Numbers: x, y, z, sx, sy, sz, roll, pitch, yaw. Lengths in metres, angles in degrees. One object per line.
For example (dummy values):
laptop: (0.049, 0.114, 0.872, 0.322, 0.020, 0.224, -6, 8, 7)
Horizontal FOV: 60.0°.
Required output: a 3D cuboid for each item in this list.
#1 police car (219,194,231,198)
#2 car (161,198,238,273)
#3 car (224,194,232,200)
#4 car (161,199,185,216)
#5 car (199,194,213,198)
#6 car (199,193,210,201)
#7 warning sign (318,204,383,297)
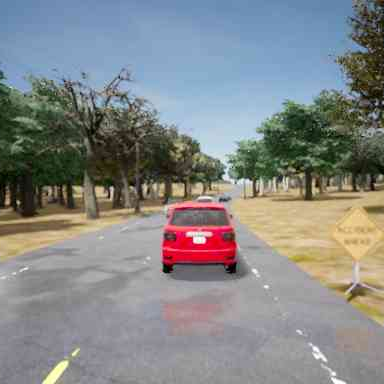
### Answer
police car: (7.251, 1.550, 76.748, 1.930, 1.638, 5.238, 0, 1, 9)
car: (0.260, 1.359, 11.347, 2.150, 2.045, 5.566, 0, 0, 2)
car: (10.016, 1.303, 92.512, 1.801, 1.575, 5.366, 0, 1, 11)
car: (-2.028, 1.708, 37.678, 2.097, 1.767, 4.553, 0, 0, 5)
car: (1.512, 1.577, 35.682, 2.150, 2.045, 5.566, 0, 0, 4)
car: (2.992, 1.232, 78.904, 2.097, 1.767, 4.553, 0, 1, 9)
warning sign: (3.627, 1.205, 7.328, 1.300, 1.860, 1.060, 0, 0, 1)
